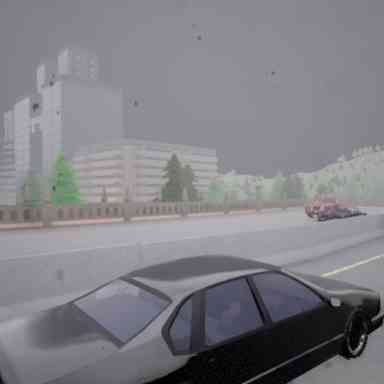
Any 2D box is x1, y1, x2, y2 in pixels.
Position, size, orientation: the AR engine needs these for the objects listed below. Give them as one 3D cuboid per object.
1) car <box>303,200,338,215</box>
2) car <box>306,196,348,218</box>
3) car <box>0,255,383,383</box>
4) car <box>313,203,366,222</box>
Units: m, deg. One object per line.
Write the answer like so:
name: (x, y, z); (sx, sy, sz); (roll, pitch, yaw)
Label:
car: (14.731, 1.658, 37.915); (1.882, 1.535, 5.008); (0, -1, 44)
car: (12.613, 1.367, 30.657); (2.150, 2.045, 5.566); (0, -1, 44)
car: (0.390, 1.566, 4.206); (5.357, 1.411, 2.033); (0, 0, -38)
car: (10.679, 1.707, 23.582); (1.895, 1.301, 4.718); (0, 0, 44)
